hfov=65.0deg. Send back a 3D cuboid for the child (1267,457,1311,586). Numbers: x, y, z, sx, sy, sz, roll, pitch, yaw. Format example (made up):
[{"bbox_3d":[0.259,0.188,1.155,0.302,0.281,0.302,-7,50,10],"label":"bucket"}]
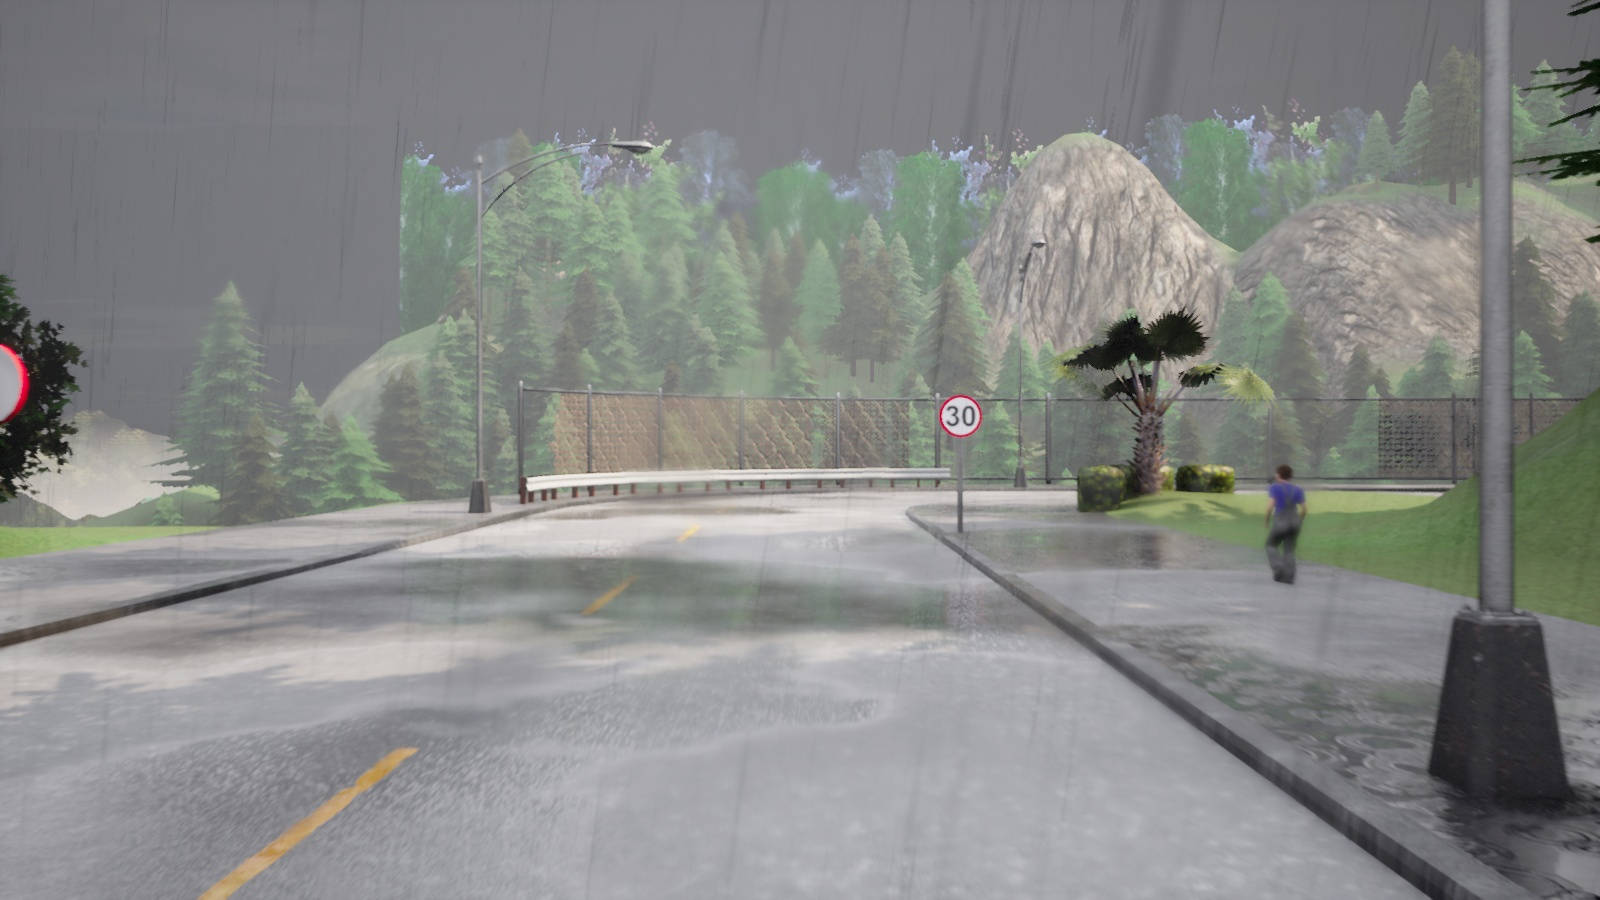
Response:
[{"bbox_3d":[4.906,0.707,12.612,0.270,1.263,0.437,0,0,0],"label":"child"}]
